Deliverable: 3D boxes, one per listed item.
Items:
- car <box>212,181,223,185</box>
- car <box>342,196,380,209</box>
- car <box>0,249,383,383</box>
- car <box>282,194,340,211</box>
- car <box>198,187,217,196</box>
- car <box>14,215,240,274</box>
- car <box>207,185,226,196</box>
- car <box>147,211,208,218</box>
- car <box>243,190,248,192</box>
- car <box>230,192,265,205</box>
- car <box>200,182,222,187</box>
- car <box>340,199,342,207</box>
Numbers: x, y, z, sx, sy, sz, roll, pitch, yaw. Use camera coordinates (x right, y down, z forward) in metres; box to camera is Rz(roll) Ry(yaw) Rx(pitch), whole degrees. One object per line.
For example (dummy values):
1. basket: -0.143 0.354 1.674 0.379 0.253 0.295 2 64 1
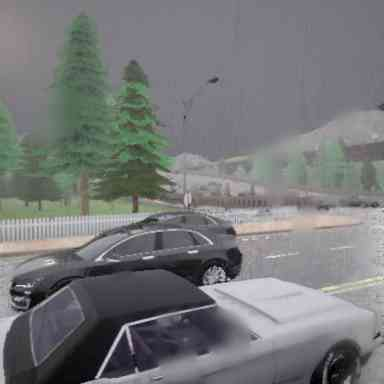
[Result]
1. car: 5.291 -1.777 77.000 2.128 1.511 4.902 -1 8 -28
2. car: 18.774 1.121 37.531 1.994 1.385 4.181 -1 0 -29
3. car: -0.212 1.583 3.567 4.718 1.301 1.895 -1 0 -27
4. car: 12.262 1.194 34.840 2.033 1.411 5.357 -1 1 -29
5. car: 2.020 0.478 53.550 1.837 1.490 4.892 -1 5 -28
6. car: -1.183 1.473 7.216 4.892 1.490 1.837 -1 1 -27
7. car: 4.825 0.236 55.717 2.097 1.767 4.553 -1 5 -28
8. car: -0.777 1.444 11.347 4.892 1.490 1.837 -1 0 -27
9. car: 9.587 0.566 54.296 1.882 1.535 5.008 -1 4 -29
10. car: 7.424 1.099 43.650 2.033 1.411 5.357 -1 2 -29
11. car: 3.249 -0.629 66.099 1.837 1.490 4.892 -1 7 -28
12. car: 14.408 1.162 38.207 1.994 1.385 4.181 -1 0 -29
